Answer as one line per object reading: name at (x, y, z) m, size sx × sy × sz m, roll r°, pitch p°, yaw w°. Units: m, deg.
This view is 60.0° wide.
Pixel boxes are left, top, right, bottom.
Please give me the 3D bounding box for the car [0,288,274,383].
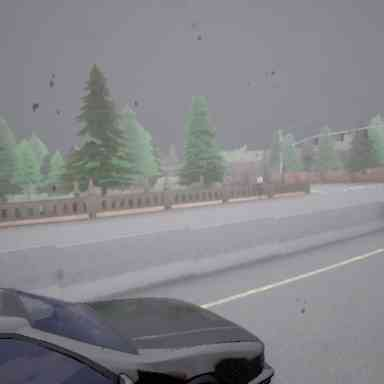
car at (-1.818, 1.551, 2.450) m, size 5.357 × 1.411 × 2.033 m, roll -2°, pitch 1°, yaw -35°
